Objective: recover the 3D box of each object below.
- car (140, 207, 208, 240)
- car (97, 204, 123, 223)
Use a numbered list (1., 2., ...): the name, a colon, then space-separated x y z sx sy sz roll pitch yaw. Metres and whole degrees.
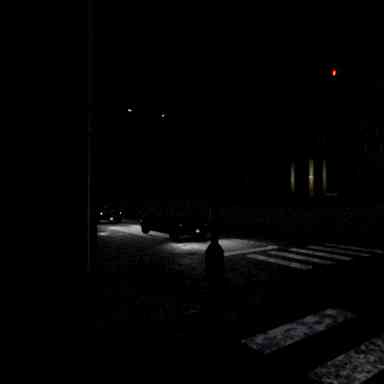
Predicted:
1. car: -1.102 1.526 17.314 1.812 1.442 4.674 0 0 -36
2. car: -7.029 1.604 25.523 1.895 1.301 4.718 0 0 -36
